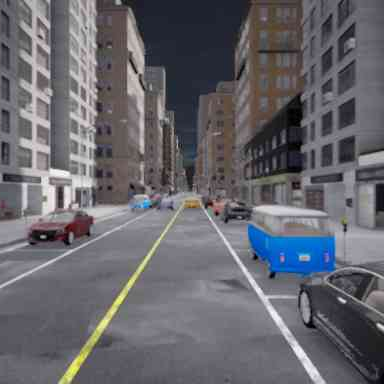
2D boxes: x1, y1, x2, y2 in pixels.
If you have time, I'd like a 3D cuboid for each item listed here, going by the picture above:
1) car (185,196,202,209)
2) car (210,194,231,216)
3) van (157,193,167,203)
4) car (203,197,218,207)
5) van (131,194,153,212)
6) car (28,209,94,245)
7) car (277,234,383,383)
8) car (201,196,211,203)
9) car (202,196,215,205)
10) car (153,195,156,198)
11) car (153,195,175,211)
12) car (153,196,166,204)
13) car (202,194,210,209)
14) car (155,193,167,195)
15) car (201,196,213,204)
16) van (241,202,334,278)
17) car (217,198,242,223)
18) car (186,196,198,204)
[{"bbox_3d":[0.037,1.370,42.905,1.882,1.535,5.008,0,1,0],"label":"car"},{"bbox_3d":[3.122,1.273,31.606,2.097,1.767,4.553,0,0,0],"label":"car"},{"bbox_3d":[-5.838,1.158,65.589,1.690,1.788,3.998,0,0,0],"label":"van"},{"bbox_3d":[2.682,1.419,48.835,2.008,1.369,4.403,0,0,0],"label":"car"},{"bbox_3d":[-5.846,1.244,37.659,1.690,1.788,3.998,0,0,0],"label":"van"},{"bbox_3d":[-5.851,1.510,15.316,1.887,1.381,4.507,0,0,0],"label":"car"},{"bbox_3d":[2.671,1.542,4.154,2.008,1.369,4.403,0,0,0],"label":"car"},{"bbox_3d":[2.686,1.398,65.590,1.802,1.307,4.206,0,0,0],"label":"car"},{"bbox_3d":[2.684,1.417,54.419,1.947,1.339,4.313,0,0,0],"label":"car"},{"bbox_3d":[-5.844,1.452,43.246,1.947,1.339,4.313,0,0,0],"label":"car"},{"bbox_3d":[-3.076,1.425,38.899,1.812,1.442,4.674,0,0,0],"label":"car"},{"bbox_3d":[-5.840,1.379,60.004,1.887,1.381,4.507,0,0,0],"label":"car"},{"bbox_3d":[2.682,1.201,43.249,2.192,1.841,5.009,0,0,0],"label":"car"},{"bbox_3d":[-5.840,1.167,54.416,2.192,1.841,5.009,0,0,0],"label":"car"},{"bbox_3d":[2.686,1.400,60.005,1.947,1.339,4.313,0,0,0],"label":"car"},{"bbox_3d":[2.673,1.320,9.739,1.690,1.788,3.998,0,0,0],"label":"van"},{"bbox_3d":[3.152,1.443,24.637,1.837,1.490,4.892,0,0,0],"label":"car"},{"bbox_3d":[0.039,1.389,60.815,2.033,1.411,5.357,0,0,1],"label":"car"}]
